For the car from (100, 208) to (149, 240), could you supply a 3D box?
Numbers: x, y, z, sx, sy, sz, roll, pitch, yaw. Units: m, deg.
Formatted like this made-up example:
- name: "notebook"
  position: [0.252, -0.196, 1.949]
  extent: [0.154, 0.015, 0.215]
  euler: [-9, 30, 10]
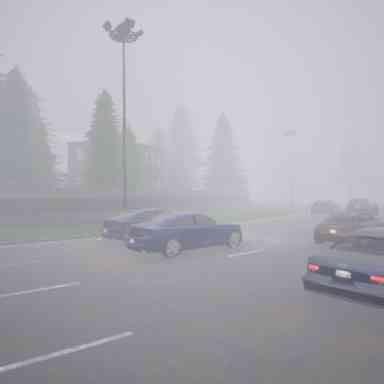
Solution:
- name: "car"
  position: [-1.864, 1.510, 15.978]
  extent: [5.008, 1.535, 1.882]
  euler: [-1, 0, -40]

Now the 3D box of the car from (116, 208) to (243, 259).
- name: "car"
  position: [-0.138, 1.496, 12.892]
  extent: [5.008, 1.535, 1.882]
  euler: [-1, 0, -40]

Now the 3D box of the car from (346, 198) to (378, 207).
- name: "car"
  position: [14.855, 1.304, 29.047]
  extent: [2.097, 1.767, 4.553]
  euler: [0, 0, 37]

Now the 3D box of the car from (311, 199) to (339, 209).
- name: "car"
  position: [13.042, 1.459, 32.483]
  extent: [2.128, 1.511, 4.902]
  euler: [0, 0, 35]

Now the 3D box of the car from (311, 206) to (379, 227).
- name: "car"
  position: [7.109, 1.543, 14.730]
  extent: [4.181, 1.385, 1.994]
  euler: [0, 0, -44]

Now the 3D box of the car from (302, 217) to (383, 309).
- name: "car"
  position: [4.658, 1.532, 7.685]
  extent: [5.357, 1.411, 2.033]
  euler: [0, 0, -41]
